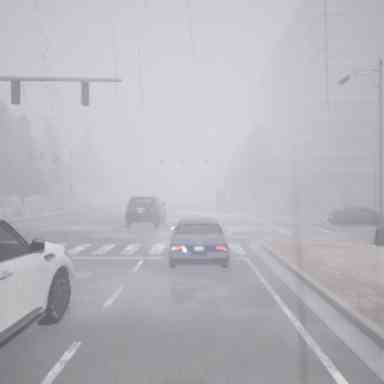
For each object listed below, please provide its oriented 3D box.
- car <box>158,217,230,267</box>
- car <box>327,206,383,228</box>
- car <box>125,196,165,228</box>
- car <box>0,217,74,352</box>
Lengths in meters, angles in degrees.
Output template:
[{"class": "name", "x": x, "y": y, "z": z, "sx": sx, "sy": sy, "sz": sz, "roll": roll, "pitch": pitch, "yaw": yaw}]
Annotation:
[{"class": "car", "x": 0.214, "y": 1.569, "z": 11.415, "sx": 2.033, "sy": 1.411, "sz": 5.357, "roll": 0, "pitch": 0, "yaw": 1}, {"class": "car", "x": 11.593, "y": 1.667, "z": 22.906, "sx": 4.181, "sy": 1.385, "sz": 1.994, "roll": 0, "pitch": 0, "yaw": -1}, {"class": "car", "x": -3.153, "y": 1.289, "z": 23.201, "sx": 2.150, "sy": 2.045, "sz": 5.566, "roll": 0, "pitch": 0, "yaw": 1}, {"class": "car", "x": -3.304, "y": 1.228, "z": 3.954, "sx": 2.150, "sy": 2.045, "sz": 5.566, "roll": 0, "pitch": 0, "yaw": 0}]
